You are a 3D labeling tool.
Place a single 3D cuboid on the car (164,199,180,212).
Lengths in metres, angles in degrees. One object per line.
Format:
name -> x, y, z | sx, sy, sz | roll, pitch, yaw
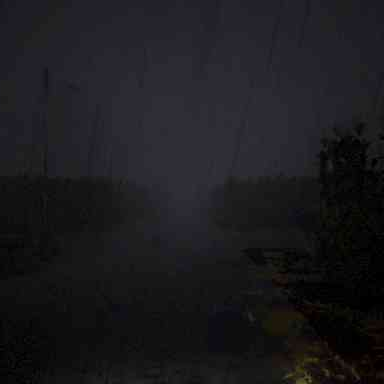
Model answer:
car -> -3.110, 2.040, 52.451 | 2.150, 2.045, 5.566 | 0, -2, 0
